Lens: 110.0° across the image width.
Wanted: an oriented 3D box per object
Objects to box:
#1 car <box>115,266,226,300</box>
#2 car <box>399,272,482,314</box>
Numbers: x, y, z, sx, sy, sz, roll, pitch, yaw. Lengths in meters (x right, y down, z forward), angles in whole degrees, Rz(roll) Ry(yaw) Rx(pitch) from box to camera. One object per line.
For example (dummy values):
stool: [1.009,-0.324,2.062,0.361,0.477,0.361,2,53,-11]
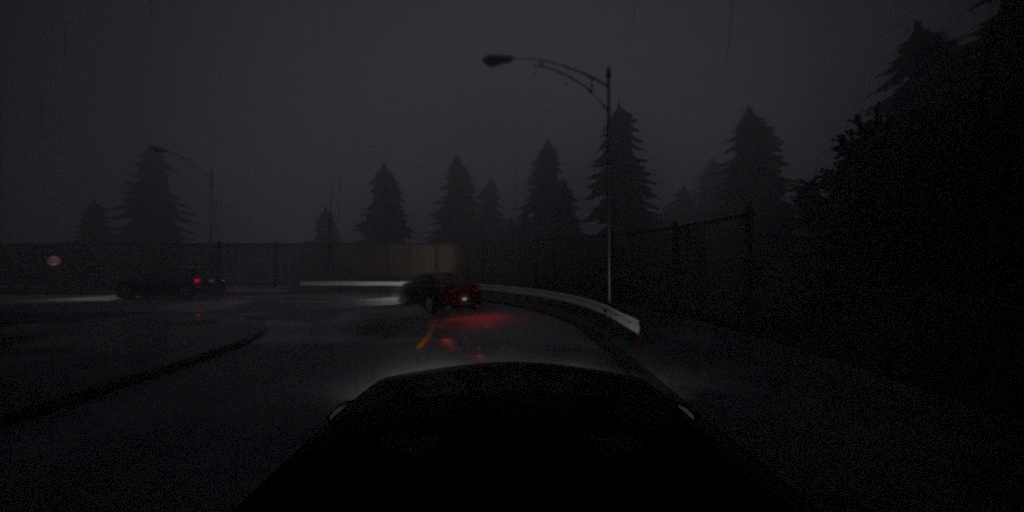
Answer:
car: [-18.157,1.346,19.177,4.553,1.767,2.097,0,-1,1]
car: [-3.118,1.416,15.027,1.882,1.535,5.008,1,-1,-35]
